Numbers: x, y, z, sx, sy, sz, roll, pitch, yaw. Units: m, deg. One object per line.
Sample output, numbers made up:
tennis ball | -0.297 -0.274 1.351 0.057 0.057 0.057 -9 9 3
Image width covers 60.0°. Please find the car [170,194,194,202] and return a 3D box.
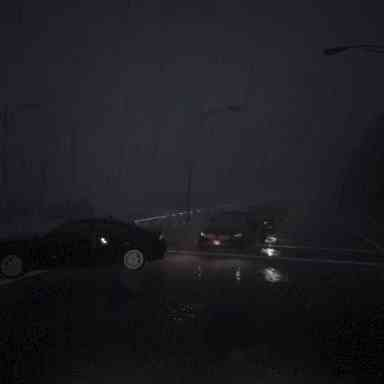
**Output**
car | -1.984 1.258 68.667 4.514 1.523 2.007 0 0 19

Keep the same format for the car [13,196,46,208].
car | -21.619 1.274 44.291 3.633 1.501 1.845 0 0 19

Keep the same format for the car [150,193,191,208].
car | -2.892 1.075 41.752 4.605 1.855 1.932 0 0 19

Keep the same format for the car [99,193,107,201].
car | -20.090 1.015 70.948 3.866 1.878 1.905 0 0 19

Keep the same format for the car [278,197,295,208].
car | 13.624 1.469 47.636 2.128 1.511 4.902 0 0 19

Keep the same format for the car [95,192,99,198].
car | -21.737 1.299 67.996 3.806 1.475 1.970 0 0 19

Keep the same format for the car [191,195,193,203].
car | -2.349 1.053 44.636 3.866 1.878 1.905 0 0 19

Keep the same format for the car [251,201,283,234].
car | 3.997 1.490 19.271 1.837 1.490 4.892 0 0 19

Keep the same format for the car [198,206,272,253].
car | 1.841 1.514 13.866 1.812 1.442 4.674 0 0 25

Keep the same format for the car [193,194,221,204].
car | 1.760 1.126 56.753 5.027 1.636 2.152 0 0 19

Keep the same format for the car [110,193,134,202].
car | -13.694 1.046 65.309 4.605 1.855 1.932 0 0 19

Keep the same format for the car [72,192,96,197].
car | -18.369 1.249 53.741 4.514 1.523 2.007 0 0 19

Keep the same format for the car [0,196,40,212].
car | -15.061 1.356 29.403 3.806 1.475 1.970 0 0 19

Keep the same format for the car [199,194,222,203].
car | 3.515 1.203 62.934 3.806 1.475 1.970 0 0 19

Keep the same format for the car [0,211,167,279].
car | -3.264 1.475 9.850 5.008 1.535 1.882 0 0 -15

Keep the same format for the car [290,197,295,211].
car | 9.852 1.544 36.510 1.994 1.385 4.181 0 0 19

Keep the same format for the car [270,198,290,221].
car | 5.916 1.475 24.914 2.128 1.511 4.902 0 0 19

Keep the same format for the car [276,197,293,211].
car | 11.734 1.484 42.063 1.837 1.490 4.892 0 0 19

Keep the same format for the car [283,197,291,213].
car | 7.803 1.487 30.475 1.837 1.490 4.892 0 0 19

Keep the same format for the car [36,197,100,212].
car | -8.991 1.356 24.197 3.633 1.501 1.845 0 0 19
